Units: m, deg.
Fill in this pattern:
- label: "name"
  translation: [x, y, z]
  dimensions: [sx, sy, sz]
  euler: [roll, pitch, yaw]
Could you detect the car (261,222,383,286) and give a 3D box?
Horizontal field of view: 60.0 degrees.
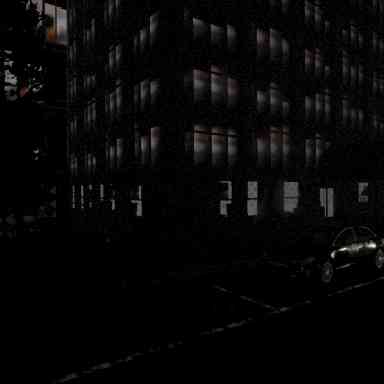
- label: "car"
  translation: [3.807, 1.549, 9.308]
  dimensions: [4.403, 1.369, 2.008]
  euler: [0, -1, -36]
